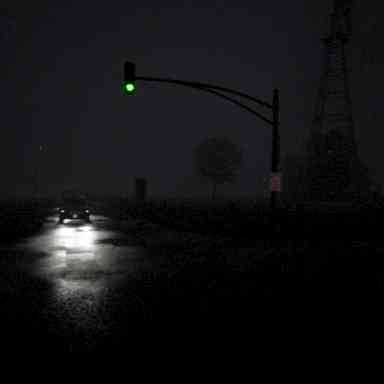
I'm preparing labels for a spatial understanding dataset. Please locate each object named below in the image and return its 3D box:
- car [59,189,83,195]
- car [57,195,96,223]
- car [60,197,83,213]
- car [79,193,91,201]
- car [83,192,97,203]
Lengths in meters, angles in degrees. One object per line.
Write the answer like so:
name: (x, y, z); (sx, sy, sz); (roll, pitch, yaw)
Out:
car: (-15.126, 0.700, 41.237); (2.150, 2.045, 5.566); (0, 0, -21)
car: (-7.940, 1.172, 22.397); (2.128, 1.511, 4.902); (0, 0, -21)
car: (-11.443, 1.183, 31.567); (1.895, 1.301, 4.718); (0, 0, -21)
car: (-19.805, 0.894, 61.432); (1.895, 1.301, 4.718); (0, 0, -21)
car: (-16.101, 0.744, 52.014); (2.097, 1.767, 4.553); (0, 0, -21)
